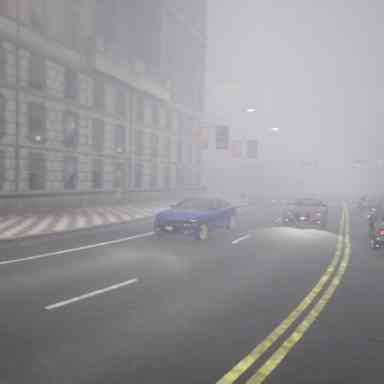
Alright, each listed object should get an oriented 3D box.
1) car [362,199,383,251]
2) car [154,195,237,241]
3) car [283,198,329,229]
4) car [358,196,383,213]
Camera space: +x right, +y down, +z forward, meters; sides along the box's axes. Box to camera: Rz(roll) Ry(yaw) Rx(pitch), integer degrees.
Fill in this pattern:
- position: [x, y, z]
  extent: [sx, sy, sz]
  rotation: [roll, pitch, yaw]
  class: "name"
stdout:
- position: [7.466, 1.254, 11.993]
  extent: [2.033, 1.411, 5.357]
  rotation: [3, 3, 26]
  class: "car"
- position: [0.333, 0.927, 13.780]
  extent: [1.882, 1.535, 5.008]
  rotation: [3, 3, 27]
  class: "car"
- position: [6.091, 1.017, 17.534]
  extent: [1.994, 1.385, 4.181]
  rotation: [3, 2, 25]
  class: "car"
- position: [14.056, 0.930, 25.977]
  extent: [1.895, 1.301, 4.718]
  rotation: [3, 2, 25]
  class: "car"
